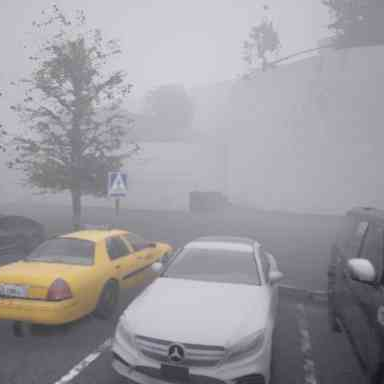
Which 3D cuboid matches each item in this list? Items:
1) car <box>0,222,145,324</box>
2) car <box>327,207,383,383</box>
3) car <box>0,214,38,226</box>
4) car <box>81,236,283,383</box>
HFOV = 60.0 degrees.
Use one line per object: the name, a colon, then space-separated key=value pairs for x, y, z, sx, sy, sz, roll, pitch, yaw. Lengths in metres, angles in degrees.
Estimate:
car: x=-1.951 y=1.471 z=7.395 sx=1.946 sy=1.575 sz=5.366 roll=0 pitch=-1 yaw=15
car: x=2.899 y=1.240 z=3.702 sx=2.435 sy=2.045 sz=5.566 roll=1 pitch=0 yaw=15
car: x=-6.891 y=1.473 z=10.671 sx=2.163 sy=1.488 sz=4.792 roll=1 pitch=0 yaw=15
car: x=0.455 y=1.522 z=5.476 sx=2.002 sy=1.452 sz=4.674 roll=1 pitch=0 yaw=15
